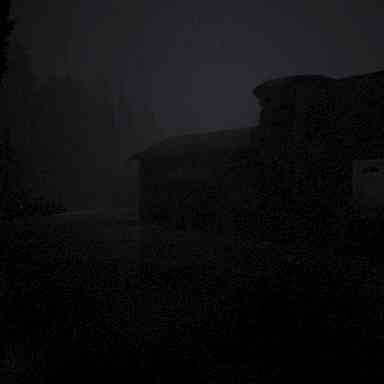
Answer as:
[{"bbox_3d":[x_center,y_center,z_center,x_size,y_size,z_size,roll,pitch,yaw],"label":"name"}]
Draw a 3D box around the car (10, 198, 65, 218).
[{"bbox_3d":[-13.943,1.352,30.348,2.097,1.767,4.553,0,0,36],"label":"car"}]
